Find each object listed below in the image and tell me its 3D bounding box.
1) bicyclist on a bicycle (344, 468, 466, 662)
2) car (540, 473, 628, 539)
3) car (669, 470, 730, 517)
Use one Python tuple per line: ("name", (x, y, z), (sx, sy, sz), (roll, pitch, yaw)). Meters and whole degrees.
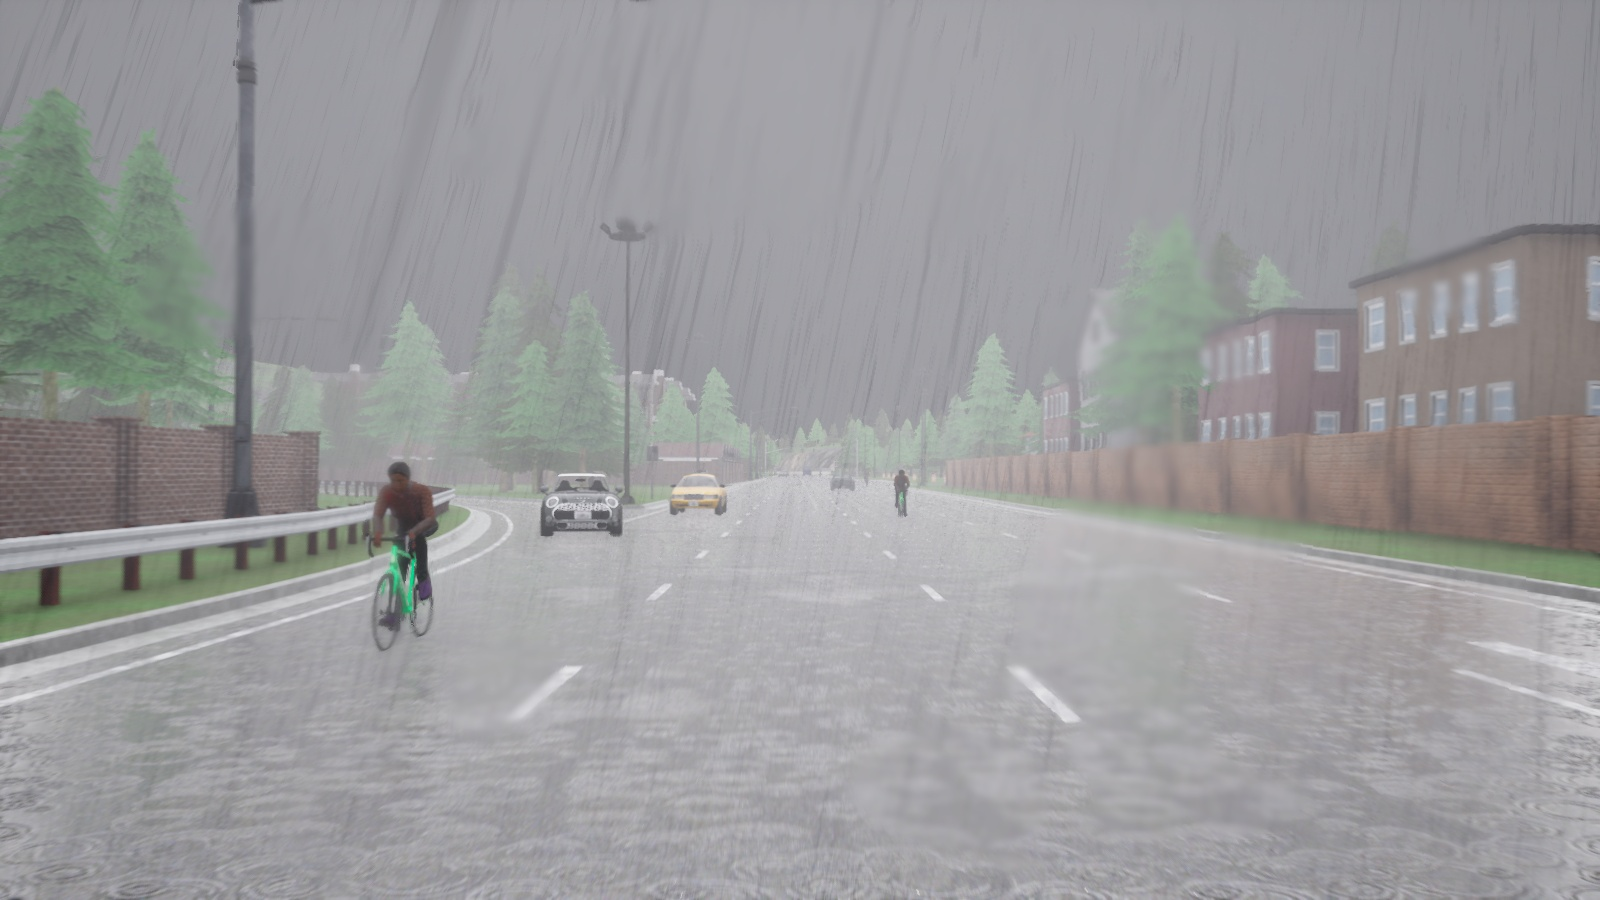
("bicyclist on a bicycle", (-3.528, 0.971, 11.353), (0.582, 1.620, 1.656), (0, -1, 0))
("car", (-5.288, 1.313, 30.693), (1.970, 1.475, 3.806), (0, -1, -10))
("car", (-3.613, 1.530, 45.746), (1.801, 1.575, 5.366), (0, -1, 0))
